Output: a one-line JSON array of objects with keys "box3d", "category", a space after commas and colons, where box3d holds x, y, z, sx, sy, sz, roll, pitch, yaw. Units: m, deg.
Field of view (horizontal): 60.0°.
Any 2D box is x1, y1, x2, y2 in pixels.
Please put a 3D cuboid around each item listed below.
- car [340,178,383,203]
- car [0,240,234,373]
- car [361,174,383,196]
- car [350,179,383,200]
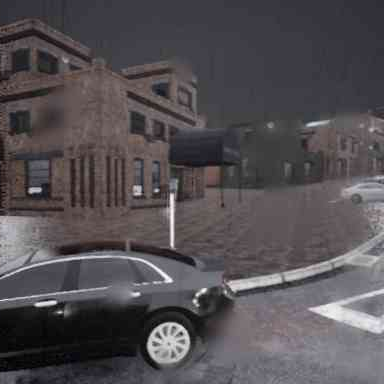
[{"box3d": [13.698, -0.019, 25.034, 4.674, 1.452, 2.002, -3, 3, 22], "category": "car"}, {"box3d": [-1.839, 1.524, 4.780, 4.892, 1.490, 1.837, -2, 0, -11], "category": "car"}, {"box3d": [17.639, -0.693, 29.385, 4.553, 1.767, 2.185, -3, 3, 22], "category": "car"}, {"box3d": [15.688, -0.285, 27.212, 4.792, 1.488, 2.163, -3, 3, 22], "category": "car"}]
